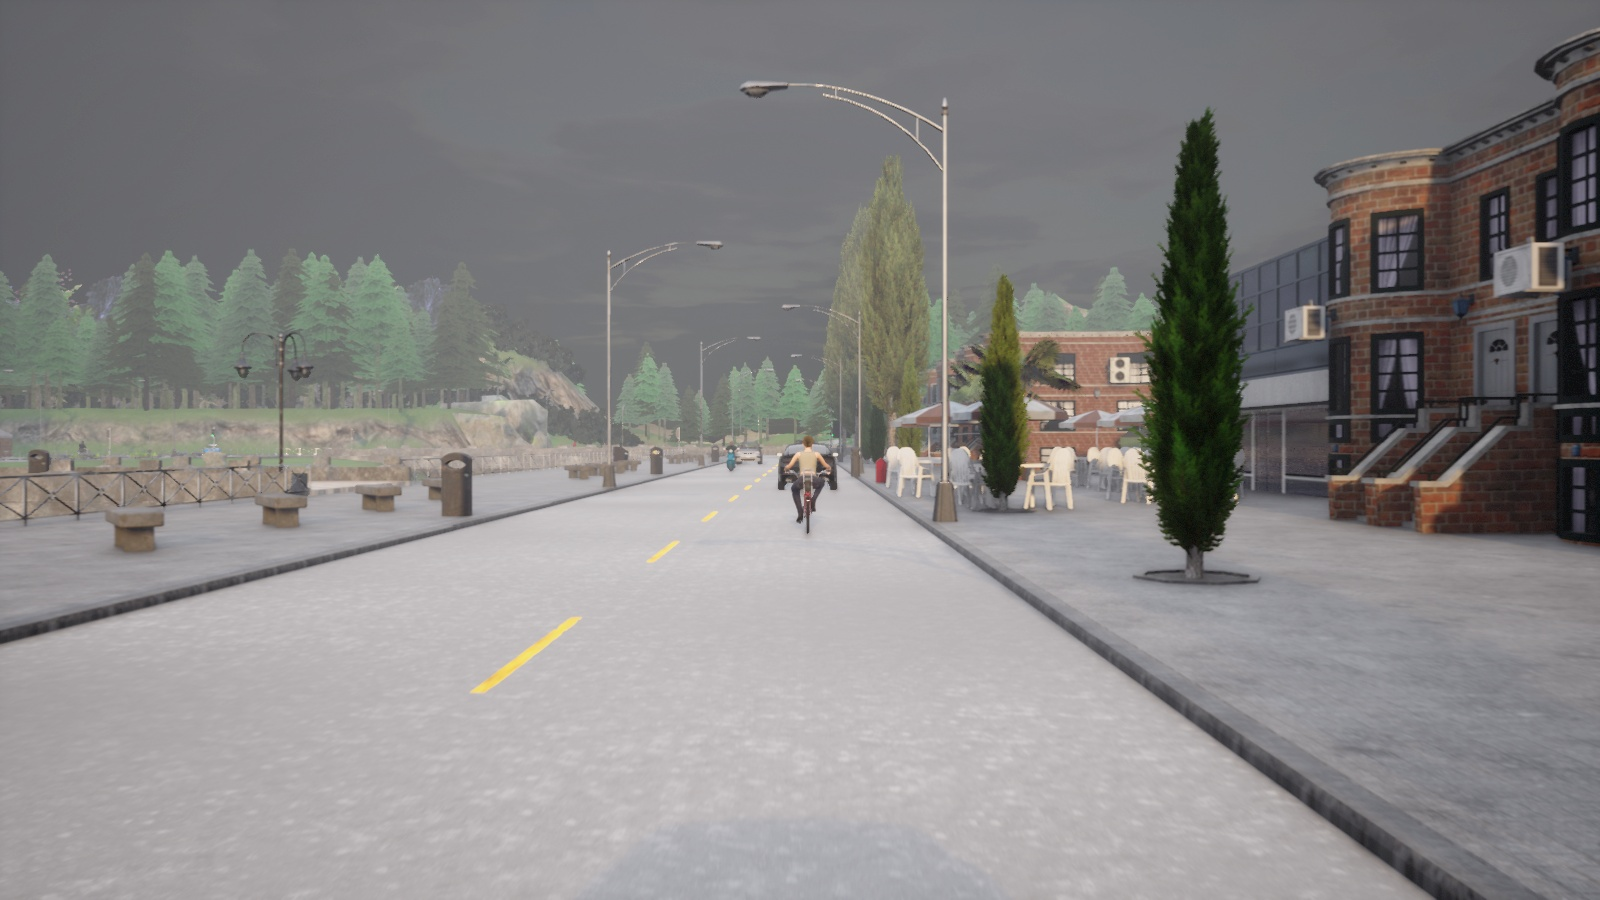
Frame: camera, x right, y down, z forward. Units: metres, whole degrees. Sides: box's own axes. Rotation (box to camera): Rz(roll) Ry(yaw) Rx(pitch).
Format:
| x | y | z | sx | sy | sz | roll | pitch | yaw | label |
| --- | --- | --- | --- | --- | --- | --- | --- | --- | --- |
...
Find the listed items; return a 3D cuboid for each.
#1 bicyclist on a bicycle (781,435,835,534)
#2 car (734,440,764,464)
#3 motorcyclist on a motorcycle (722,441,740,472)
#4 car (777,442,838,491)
| x | y | z | sx | sy | sz | roll | pitch | yaw | label |
| --- | --- | --- | --- | --- | --- | --- | --- | --- | --- |
| 0.133 | 0.564 | 21.180 | 0.866 | 1.612 | 1.509 | 0 | 0 | 0 | bicyclist on a bicycle |
| -3.502 | 0.152 | 86.926 | 1.851 | 1.617 | 3.988 | 0 | 0 | 0 | car |
| -3.618 | 0.325 | 65.919 | 0.866 | 1.590 | 1.817 | 0 | 0 | 0 | motorcyclist on a motorcycle |
| 0.247 | 0.489 | 41.753 | 1.882 | 1.535 | 5.008 | 0 | 0 | 0 | car |
